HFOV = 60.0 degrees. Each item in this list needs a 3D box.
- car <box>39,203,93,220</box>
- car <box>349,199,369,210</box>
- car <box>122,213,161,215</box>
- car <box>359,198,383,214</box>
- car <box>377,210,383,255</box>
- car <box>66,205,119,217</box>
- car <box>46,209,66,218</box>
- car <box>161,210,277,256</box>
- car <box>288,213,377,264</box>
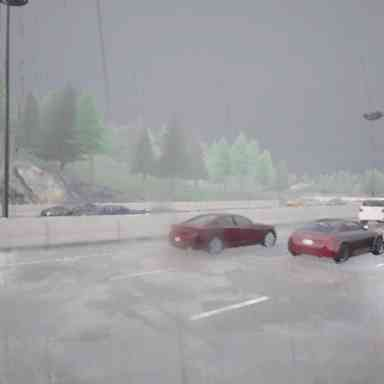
[{"bbox_3d":[-11.578,1.736,30.637,4.181,1.385,1.994,1,-1,-39],"label":"car"},{"bbox_3d":[27.450,1.991,54.512,1.882,1.535,5.008,0,0,39],"label":"car"},{"bbox_3d":[-2.683,1.729,24.286,4.181,1.385,1.994,1,-1,-40],"label":"car"},{"bbox_3d":[14.508,1.467,24.916,5.566,2.045,2.150,0,0,-42],"label":"car"},{"bbox_3d":[7.531,1.454,9.649,4.553,1.767,2.097,1,-1,-39],"label":"car"},{"bbox_3d":[-6.427,1.705,25.541,5.357,1.411,2.033,1,-1,-35],"label":"car"},{"bbox_3d":[-9.462,1.653,27.788,4.902,1.511,2.128,1,-1,-39],"label":"car"},{"bbox_3d":[1.433,1.584,13.739,5.008,1.535,1.882,0,0,-38],"label":"car"},{"bbox_3d":[5.482,1.677,12.490,4.181,1.385,1.994,1,-1,-39],"label":"car"}]
